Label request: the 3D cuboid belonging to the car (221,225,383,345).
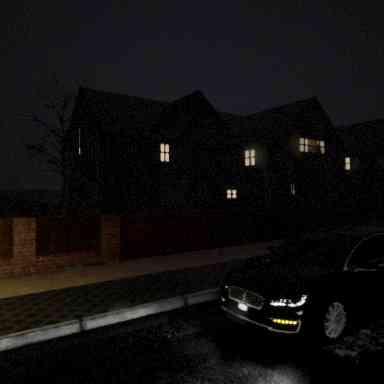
[{"bbox_3d":[2.759,1.451,6.367,4.892,1.490,1.837,-1,0,-35],"label":"car"}]
